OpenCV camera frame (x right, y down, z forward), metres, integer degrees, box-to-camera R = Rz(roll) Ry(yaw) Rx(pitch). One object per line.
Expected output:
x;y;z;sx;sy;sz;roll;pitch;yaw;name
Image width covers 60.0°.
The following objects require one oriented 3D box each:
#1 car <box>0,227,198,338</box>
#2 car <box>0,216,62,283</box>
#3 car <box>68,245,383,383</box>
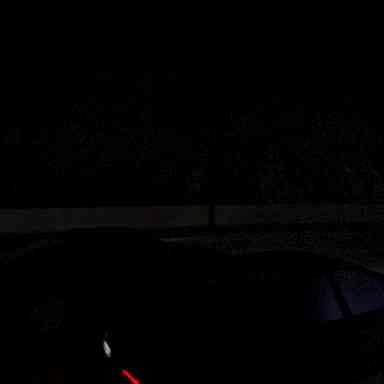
-1.455;1.429;6.564;5.008;1.535;1.882;0;0;-32;car
-6.202;1.465;8.045;5.357;1.411;2.033;0;0;-34;car
1.392;1.527;4.356;5.357;1.411;2.033;0;0;-29;car
